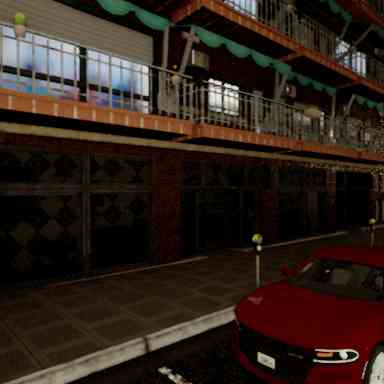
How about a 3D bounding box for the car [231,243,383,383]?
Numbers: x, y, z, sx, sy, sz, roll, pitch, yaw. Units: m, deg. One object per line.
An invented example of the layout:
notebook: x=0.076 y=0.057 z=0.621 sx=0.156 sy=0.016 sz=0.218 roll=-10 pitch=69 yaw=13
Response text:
car: x=2.488 y=1.542 z=5.004 sx=4.507 sy=1.381 sz=1.887 roll=0 pitch=0 yaw=-41
